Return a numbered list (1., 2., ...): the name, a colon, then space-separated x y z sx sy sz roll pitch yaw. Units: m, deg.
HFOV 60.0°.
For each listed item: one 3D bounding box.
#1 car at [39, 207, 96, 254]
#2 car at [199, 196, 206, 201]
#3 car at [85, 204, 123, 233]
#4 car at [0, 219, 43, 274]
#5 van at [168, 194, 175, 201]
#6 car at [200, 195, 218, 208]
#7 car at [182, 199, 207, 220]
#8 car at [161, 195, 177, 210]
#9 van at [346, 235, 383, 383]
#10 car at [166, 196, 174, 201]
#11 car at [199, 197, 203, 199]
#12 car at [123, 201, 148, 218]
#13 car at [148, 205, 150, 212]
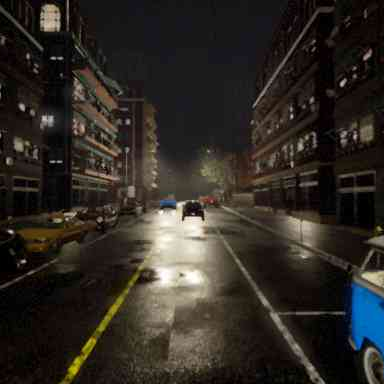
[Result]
1. car: -5.645 1.541 13.611 1.752 1.417 4.829 1 0 0
2. car: 2.689 1.656 86.152 1.752 1.417 4.829 1 0 0
3. car: -5.645 1.464 19.467 1.967 1.590 4.097 1 0 0
4. car: -5.645 1.575 8.097 1.947 1.339 4.313 1 0 0
5. van: -5.688 1.481 91.525 1.690 1.788 3.998 1 0 0
6. car: 2.699 1.379 47.952 2.192 1.841 5.009 1 0 0
7. car: 0.092 1.561 28.445 1.812 1.442 4.674 0 0 0
8. car: -3.009 1.540 43.701 1.882 1.535 5.008 0 0 0
9. van: 2.706 1.345 2.474 1.690 1.788 3.998 1 0 0
10. car: -5.692 1.711 85.986 1.802 1.307 4.206 1 0 0
11. car: 0.092 1.658 44.126 1.895 1.301 4.718 0 0 0
12. car: -5.649 1.589 30.835 2.008 1.369 4.403 1 0 0
13. car: -5.650 1.628 36.521 1.802 1.307 4.206 1 0 0
